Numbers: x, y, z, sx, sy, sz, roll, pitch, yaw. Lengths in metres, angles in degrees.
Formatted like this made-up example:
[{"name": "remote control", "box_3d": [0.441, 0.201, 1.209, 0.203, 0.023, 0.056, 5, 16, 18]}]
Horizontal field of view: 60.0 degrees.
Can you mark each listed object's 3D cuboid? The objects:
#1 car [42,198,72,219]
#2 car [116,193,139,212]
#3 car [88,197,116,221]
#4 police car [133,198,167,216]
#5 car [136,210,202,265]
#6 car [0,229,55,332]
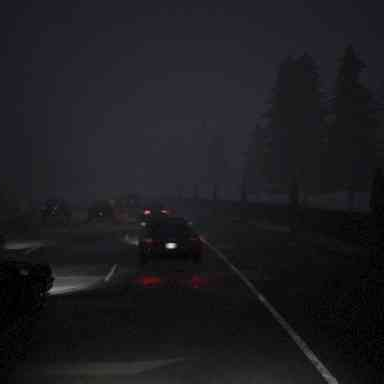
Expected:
[{"name": "car", "box_3d": [-11.505, 1.312, 28.597, 2.097, 1.767, 4.553, 0, 0, -16]}, {"name": "car", "box_3d": [-7.389, 1.155, 38.241, 2.150, 2.045, 5.566, 0, 0, -21]}, {"name": "car", "box_3d": [-7.369, 1.434, 26.922, 1.882, 1.535, 5.008, 0, 0, -15]}, {"name": "police car", "box_3d": [-2.806, 1.456, 23.320, 2.038, 1.542, 4.974, 0, 0, -13]}, {"name": "car", "box_3d": [-0.845, 1.541, 11.747, 1.994, 1.385, 4.181, 0, 0, -7]}, {"name": "car", "box_3d": [-3.643, 1.545, 4.414, 2.033, 1.411, 5.357, 0, 0, -3]}]
